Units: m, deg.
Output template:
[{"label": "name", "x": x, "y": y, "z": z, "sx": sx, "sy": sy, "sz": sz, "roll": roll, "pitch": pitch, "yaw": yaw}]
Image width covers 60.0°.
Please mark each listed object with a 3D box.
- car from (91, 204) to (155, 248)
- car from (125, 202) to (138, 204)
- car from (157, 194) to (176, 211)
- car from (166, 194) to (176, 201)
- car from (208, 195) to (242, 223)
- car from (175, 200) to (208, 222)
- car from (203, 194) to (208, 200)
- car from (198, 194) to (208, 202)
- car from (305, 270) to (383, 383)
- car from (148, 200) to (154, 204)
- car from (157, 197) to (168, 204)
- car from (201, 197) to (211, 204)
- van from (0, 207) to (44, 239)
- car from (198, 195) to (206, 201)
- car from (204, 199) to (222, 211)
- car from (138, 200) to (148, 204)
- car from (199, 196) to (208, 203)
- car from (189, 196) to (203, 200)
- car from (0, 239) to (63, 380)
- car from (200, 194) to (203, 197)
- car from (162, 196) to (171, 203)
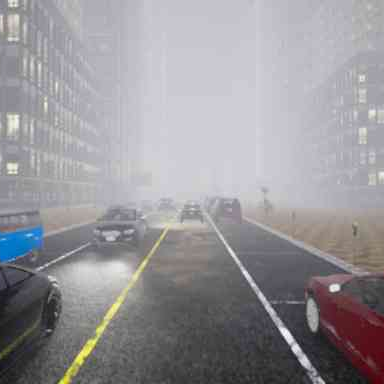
[{"label": "car", "x": -3.107, "y": 1.518, "z": 15.146, "sx": 2.128, "sy": 1.511, "sz": 4.902, "roll": 0, "pitch": 0, "yaw": 0}, {"label": "car", "x": -5.716, "y": 1.612, "z": 25.924, "sx": 1.947, "sy": 1.339, "sz": 4.313, "roll": 0, "pitch": 0, "yaw": 0}, {"label": "car", "x": -3.065, "y": 1.420, "z": 40.892, "sx": 2.097, "sy": 1.767, "sz": 4.553, "roll": 0, "pitch": 0, "yaw": 0}, {"label": "car", "x": -5.797, "y": 1.463, "z": 92.396, "sx": 2.192, "sy": 1.841, "sz": 5.009, "roll": 0, "pitch": 0, "yaw": 0}, {"label": "car", "x": 2.665, "y": 1.358, "z": 25.935, "sx": 2.192, "sy": 1.841, "sz": 5.009, "roll": 0, "pitch": 0, "yaw": 0}, {"label": "car", "x": 0.003, "y": 1.592, "z": 26.558, "sx": 2.033, "sy": 1.411, "sz": 5.357, "roll": 0, "pitch": 0, "yaw": 0}, {"label": "car", "x": 2.651, "y": 1.376, "z": 37.015, "sx": 2.192, "sy": 1.841, "sz": 5.009, "roll": 0, "pitch": 0, "yaw": 0}, {"label": "car", "x": 2.597, "y": 1.444, "z": 81.329, "sx": 2.192, "sy": 1.841, "sz": 5.009, "roll": 0, "pitch": 0, "yaw": 0}, {"label": "car", "x": 2.715, "y": 1.551, "z": 3.781, "sx": 1.887, "sy": 1.381, "sz": 4.507, "roll": 0, "pitch": 0, "yaw": 0}, {"label": "car", "x": -5.736, "y": 1.655, "z": 42.543, "sx": 1.802, "sy": 1.307, "sz": 4.206, "roll": 0, "pitch": 0, "yaw": 0}, {"label": "car", "x": -5.764, "y": 1.689, "z": 64.700, "sx": 1.802, "sy": 1.307, "sz": 4.206, "roll": 0, "pitch": 0, "yaw": 0}, {"label": "car", "x": 2.616, "y": 1.630, "z": 64.881, "sx": 1.752, "sy": 1.417, "sz": 4.829, "roll": 0, "pitch": 0, "yaw": 0}, {"label": "van", "x": -5.695, "y": 1.360, "z": 9.307, "sx": 1.690, "sy": 1.788, "sz": 3.998, "roll": 0, "pitch": 0, "yaw": 0}, {"label": "car", "x": 2.589, "y": 1.577, "z": 86.868, "sx": 1.967, "sy": 1.590, "sz": 4.097, "roll": 0, "pitch": 0, "yaw": 0}, {"label": "car", "x": 2.644, "y": 1.636, "z": 42.554, "sx": 1.947, "sy": 1.339, "sz": 4.313, "roll": 0, "pitch": 0, "yaw": 0}, {"label": "car", "x": -5.723, "y": 1.606, "z": 31.463, "sx": 2.008, "sy": 1.369, "sz": 4.403, "roll": 0, "pitch": 0, "yaw": 0}, {"label": "car", "x": 2.603, "y": 1.687, "z": 75.789, "sx": 1.947, "sy": 1.339, "sz": 4.313, "roll": 0, "pitch": 0, "yaw": 0}, {"label": "car", "x": 0.004, "y": 1.615, "z": 40.786, "sx": 2.033, "sy": 1.411, "sz": 5.357, "roll": 0, "pitch": 0, "yaw": 0}, {"label": "car", "x": -3.107, "y": 1.572, "z": 3.800, "sx": 1.994, "sy": 1.385, "sz": 4.181, "roll": 0, "pitch": 0, "yaw": -1}, {"label": "car", "x": 2.638, "y": 1.393, "z": 48.093, "sx": 2.192, "sy": 1.841, "sz": 5.009, "roll": 0, "pitch": 0, "yaw": 0}, {"label": "car", "x": -5.778, "y": 1.706, "z": 75.778, "sx": 1.802, "sy": 1.307, "sz": 4.206, "roll": 0, "pitch": 0, "yaw": 0}]
